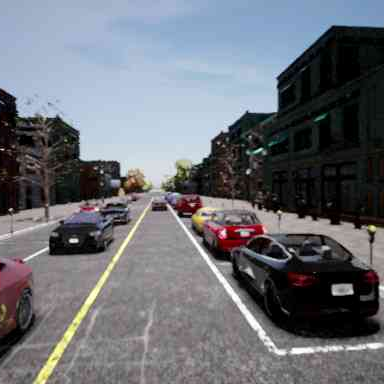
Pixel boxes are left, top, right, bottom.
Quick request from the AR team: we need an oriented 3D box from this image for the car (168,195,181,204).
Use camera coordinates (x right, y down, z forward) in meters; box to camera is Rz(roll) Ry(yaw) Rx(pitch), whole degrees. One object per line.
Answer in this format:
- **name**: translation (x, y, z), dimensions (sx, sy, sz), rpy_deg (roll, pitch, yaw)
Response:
- **car**: translation (-3.029, 1.308, 56.788), dimensions (1.887, 1.381, 4.507), rpy_deg (-1, 0, -6)

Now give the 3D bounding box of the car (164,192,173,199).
- **car**: translation (-6.434, 0.958, 89.903), dimensions (2.192, 1.841, 5.009), rpy_deg (-1, 0, -6)

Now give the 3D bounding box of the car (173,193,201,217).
- **car**: translation (-0.202, 1.178, 29.190), dimensions (2.192, 1.841, 5.009), rpy_deg (-1, 0, -6)

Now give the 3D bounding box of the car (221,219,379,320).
- **car**: translation (2.070, 1.507, 7.114), dimensions (1.947, 1.339, 4.313), rpy_deg (-1, 0, -6)

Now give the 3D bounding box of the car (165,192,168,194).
- **car**: translation (-4.162, 1.305, 67.827), dimensions (1.802, 1.307, 4.206), rpy_deg (-1, 0, -6)

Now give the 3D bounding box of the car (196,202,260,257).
- **car**: translation (1.501, 1.362, 12.633), dimensions (1.967, 1.590, 4.097), rpy_deg (-1, 0, -6)

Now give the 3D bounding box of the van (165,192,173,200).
- **van**: translation (-5.867, 1.004, 84.383), dimensions (1.690, 1.788, 3.998), rpy_deg (-1, 0, -6)

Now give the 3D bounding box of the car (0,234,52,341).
- **car**: translation (-3.456, 1.554, 4.000), dimensions (1.812, 1.442, 4.674), rpy_deg (-1, 0, -5)

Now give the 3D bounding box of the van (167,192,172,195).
- **van**: translation (-2.467, 1.125, 51.268), dimensions (1.690, 1.788, 3.998), rpy_deg (-1, 0, -6)

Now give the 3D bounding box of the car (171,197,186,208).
- **car**: translation (-1.895, 1.385, 45.750), dimensions (1.802, 1.307, 4.206), rpy_deg (-1, 0, -6)

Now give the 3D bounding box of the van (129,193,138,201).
- **van**: translation (-13.636, 1.138, 78.007), dimensions (1.690, 1.788, 3.998), rpy_deg (-1, 0, -6)

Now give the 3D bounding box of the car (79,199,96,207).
- **car**: translation (-8.534, 1.416, 28.333), dimensions (1.967, 1.590, 4.097), rpy_deg (-1, 0, -6)

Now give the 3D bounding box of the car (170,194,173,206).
- **car**: translation (-1.332, 1.263, 40.229), dimensions (1.967, 1.590, 4.097), rpy_deg (-1, 0, -6)

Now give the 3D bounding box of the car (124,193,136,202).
- **car**: translation (-11.931, 1.407, 61.450), dimensions (2.008, 1.369, 4.403), rpy_deg (-1, 0, -6)

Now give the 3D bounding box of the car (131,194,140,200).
- **car**: translation (-14.200, 1.216, 83.527), dimensions (1.967, 1.590, 4.097), rpy_deg (-1, 0, -6)

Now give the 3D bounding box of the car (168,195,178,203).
- **car**: translation (-3.595, 1.325, 62.307), dimensions (1.802, 1.307, 4.206), rpy_deg (-1, 0, -6)

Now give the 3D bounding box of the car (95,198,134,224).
- **car**: translation (-5.491, 1.461, 24.168), dimensions (1.837, 1.490, 4.892), rpy_deg (-1, 0, -6)

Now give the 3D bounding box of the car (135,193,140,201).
- **car**: translation (-13.070, 1.132, 72.487), dimensions (2.192, 1.841, 5.009), rpy_deg (-1, 0, -6)

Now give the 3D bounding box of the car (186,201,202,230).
- **car**: translation (0.919, 1.427, 18.322), dimensions (1.752, 1.417, 4.829), rpy_deg (-1, 0, -6)

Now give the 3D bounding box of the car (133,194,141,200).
- **car**: translation (-14.765, 1.301, 89.047), dimensions (1.887, 1.381, 4.507), rpy_deg (-1, 0, -6)

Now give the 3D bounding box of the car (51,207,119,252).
- **car**: translation (-4.441, 1.557, 13.906), dimensions (1.994, 1.385, 4.181), rpy_deg (-1, 0, -6)

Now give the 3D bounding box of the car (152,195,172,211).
- **car**: translation (-3.801, 1.409, 39.063), dimensions (2.033, 1.411, 5.357), rpy_deg (-1, 0, -6)
